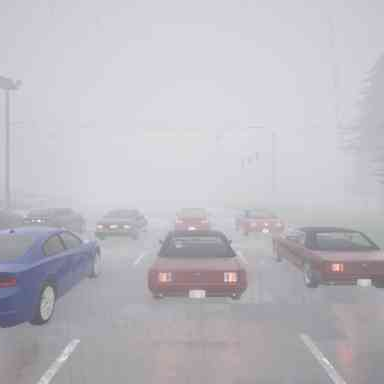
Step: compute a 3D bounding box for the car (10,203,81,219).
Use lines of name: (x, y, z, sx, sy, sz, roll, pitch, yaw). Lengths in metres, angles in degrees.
car: (-6.935, 1.505, 16.975, 1.837, 1.490, 4.892, 0, 0, 0)

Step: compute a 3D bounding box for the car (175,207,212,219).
car: (0.053, 1.526, 17.479, 1.812, 1.442, 4.674, 0, 0, 1)

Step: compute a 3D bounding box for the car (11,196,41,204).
car: (-22.254, 1.547, 41.304, 5.357, 1.411, 2.033, 0, 0, -3)

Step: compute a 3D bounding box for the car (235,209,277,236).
car: (3.542, 1.601, 18.336, 1.895, 1.301, 4.718, 0, 0, -1)

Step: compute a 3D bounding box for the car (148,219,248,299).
car: (0.091, 1.601, 8.376, 1.895, 1.301, 4.718, 0, 0, 0)

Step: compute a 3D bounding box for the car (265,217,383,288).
car: (3.592, 1.601, 9.168, 1.895, 1.301, 4.718, 0, 0, 0)

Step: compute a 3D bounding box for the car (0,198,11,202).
car: (-22.163, 1.547, 34.210, 5.357, 1.411, 2.033, 0, 0, -2)

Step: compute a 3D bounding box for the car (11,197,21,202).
car: (-22.270, 1.564, 37.722, 4.181, 1.385, 1.994, 0, 0, -3)

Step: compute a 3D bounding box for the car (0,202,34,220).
car: (-10.436, 1.491, 16.959, 2.128, 1.511, 4.902, 0, 0, 0)

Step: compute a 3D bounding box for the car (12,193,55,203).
car: (-23.486, 1.221, 48.366, 5.566, 2.045, 2.150, 0, 0, -4)

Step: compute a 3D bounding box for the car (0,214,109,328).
car: (-3.407, 1.478, 7.118, 1.882, 1.535, 5.008, 0, 0, 0)

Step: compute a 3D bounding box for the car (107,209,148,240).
car: (-3.429, 1.547, 16.928, 2.033, 1.411, 5.357, 0, 0, 0)

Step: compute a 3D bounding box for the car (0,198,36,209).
car: (-23.575, 1.564, 44.740, 4.181, 1.385, 1.994, 0, 0, -2)
